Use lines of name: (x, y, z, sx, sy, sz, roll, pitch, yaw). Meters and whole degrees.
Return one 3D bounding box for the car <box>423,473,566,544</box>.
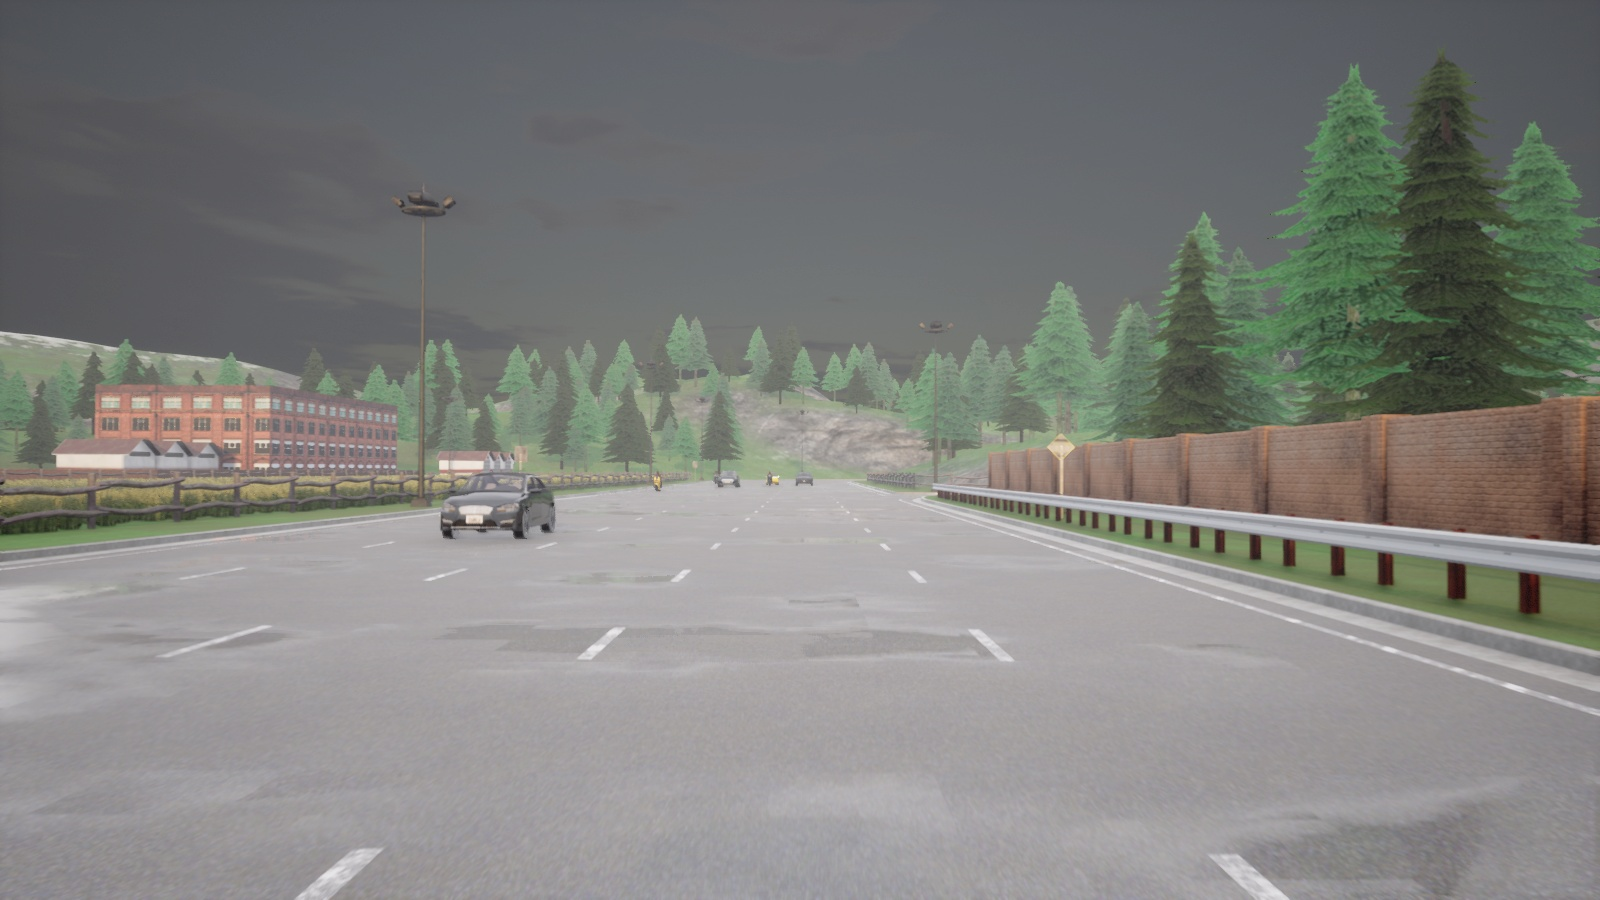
car: (-6.968, 1.287, 29.249, 2.128, 1.511, 4.902, 0, -1, 0)
